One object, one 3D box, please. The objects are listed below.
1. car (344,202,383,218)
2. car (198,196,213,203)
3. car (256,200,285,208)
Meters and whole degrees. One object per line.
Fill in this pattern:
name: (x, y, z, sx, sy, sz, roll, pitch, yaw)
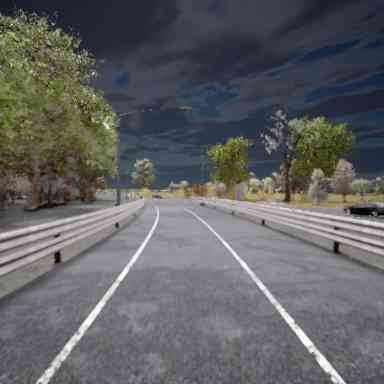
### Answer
car: (17.492, 1.705, 33.024, 1.882, 1.535, 5.008, 0, 0, -23)
car: (2.878, 1.576, 67.128, 2.033, 1.411, 5.357, 0, 0, -23)
car: (11.182, 1.743, 47.754, 1.895, 1.301, 4.718, 0, 0, -23)
